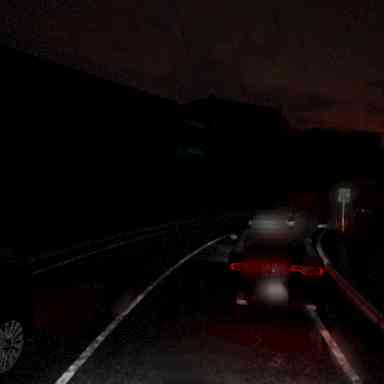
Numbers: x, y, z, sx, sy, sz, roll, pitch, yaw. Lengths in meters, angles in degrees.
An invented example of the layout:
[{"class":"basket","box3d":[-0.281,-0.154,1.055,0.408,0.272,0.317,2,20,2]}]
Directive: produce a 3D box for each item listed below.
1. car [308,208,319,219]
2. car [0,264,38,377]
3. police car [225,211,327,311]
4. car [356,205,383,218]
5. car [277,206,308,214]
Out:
[{"class":"car","box3d":[7.184,1.732,22.245,1.837,1.490,4.892,2,0,29]},{"class":"car","box3d":[-3.280,1.490,2.793,2.128,1.511,4.902,0,0,5]},{"class":"police car","box3d":[1.943,1.485,8.196,1.930,1.638,5.238,1,0,11]},{"class":"car","box3d":[21.522,2.265,39.145,5.357,1.411,2.033,2,2,-33]},{"class":"car","box3d":[4.764,1.607,17.311,1.801,1.575,5.366,2,0,23]}]
